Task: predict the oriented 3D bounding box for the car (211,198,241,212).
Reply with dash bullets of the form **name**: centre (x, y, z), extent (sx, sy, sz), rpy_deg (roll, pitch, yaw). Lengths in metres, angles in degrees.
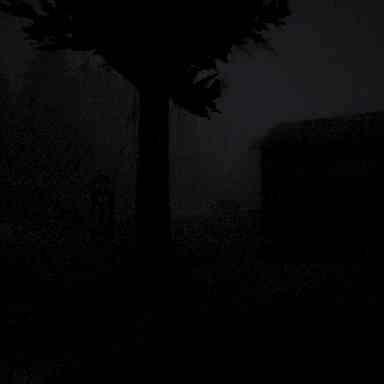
- **car**: centre (4.171, 1.520, 40.296), extent (2.128, 1.511, 4.902), rpy_deg (0, 0, 36)
